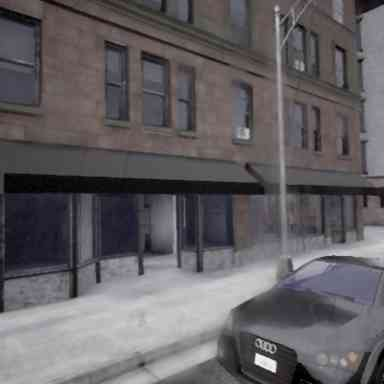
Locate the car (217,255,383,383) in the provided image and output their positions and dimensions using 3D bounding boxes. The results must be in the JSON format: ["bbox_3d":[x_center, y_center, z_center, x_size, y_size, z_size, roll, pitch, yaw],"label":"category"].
[{"bbox_3d":[2.341,1.692,4.920,4.181,1.385,1.994,0,-3,-39],"label":"car"}]
